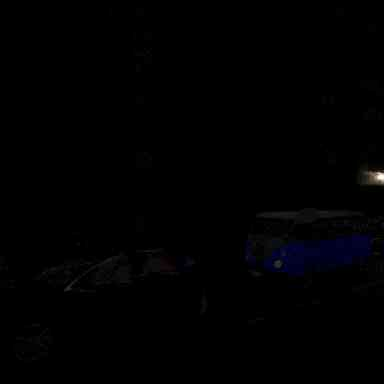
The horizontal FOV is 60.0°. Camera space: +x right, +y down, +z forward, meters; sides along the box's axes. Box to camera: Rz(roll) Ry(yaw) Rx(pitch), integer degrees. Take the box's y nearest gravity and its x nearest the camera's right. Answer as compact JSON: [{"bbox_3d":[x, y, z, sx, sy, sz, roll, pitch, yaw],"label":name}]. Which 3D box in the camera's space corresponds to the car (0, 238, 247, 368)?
[{"bbox_3d":[-1.403,1.565,5.652,4.403,1.369,2.008,0,0,-36],"label":"car"}]

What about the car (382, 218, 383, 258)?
[{"bbox_3d":[7.772,1.532,12.204,4.097,1.590,1.967,0,-1,-36],"label":"car"}]

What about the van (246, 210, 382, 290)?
[{"bbox_3d":[3.185,1.394,8.929,3.998,1.788,1.690,0,0,-36],"label":"van"}]
